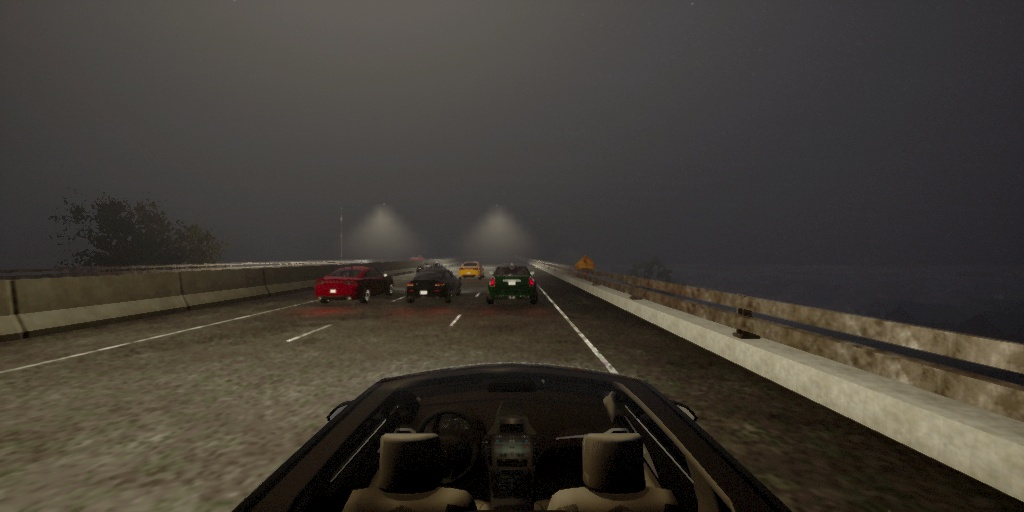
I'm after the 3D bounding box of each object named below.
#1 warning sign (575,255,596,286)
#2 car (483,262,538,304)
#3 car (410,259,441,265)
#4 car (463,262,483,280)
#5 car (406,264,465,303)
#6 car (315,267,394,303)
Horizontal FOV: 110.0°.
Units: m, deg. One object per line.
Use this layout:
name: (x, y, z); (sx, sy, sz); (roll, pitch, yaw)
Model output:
warning sign: (4.550, 0.859, 22.249); (1.300, 1.860, 1.060); (0, 0, 0)
car: (0.000, 1.113, 16.470); (2.097, 1.767, 4.553); (0, 0, 0)
car: (-7.000, 1.235, 31.501); (2.128, 1.511, 4.902); (0, 0, 0)
car: (-3.500, 1.225, 31.501); (1.882, 1.535, 5.008); (0, 0, 0)
car: (-3.500, 1.280, 16.500); (1.812, 1.442, 4.674); (0, 0, 0)
car: (-7.000, 1.232, 16.500); (1.882, 1.535, 5.008); (0, 0, 0)
